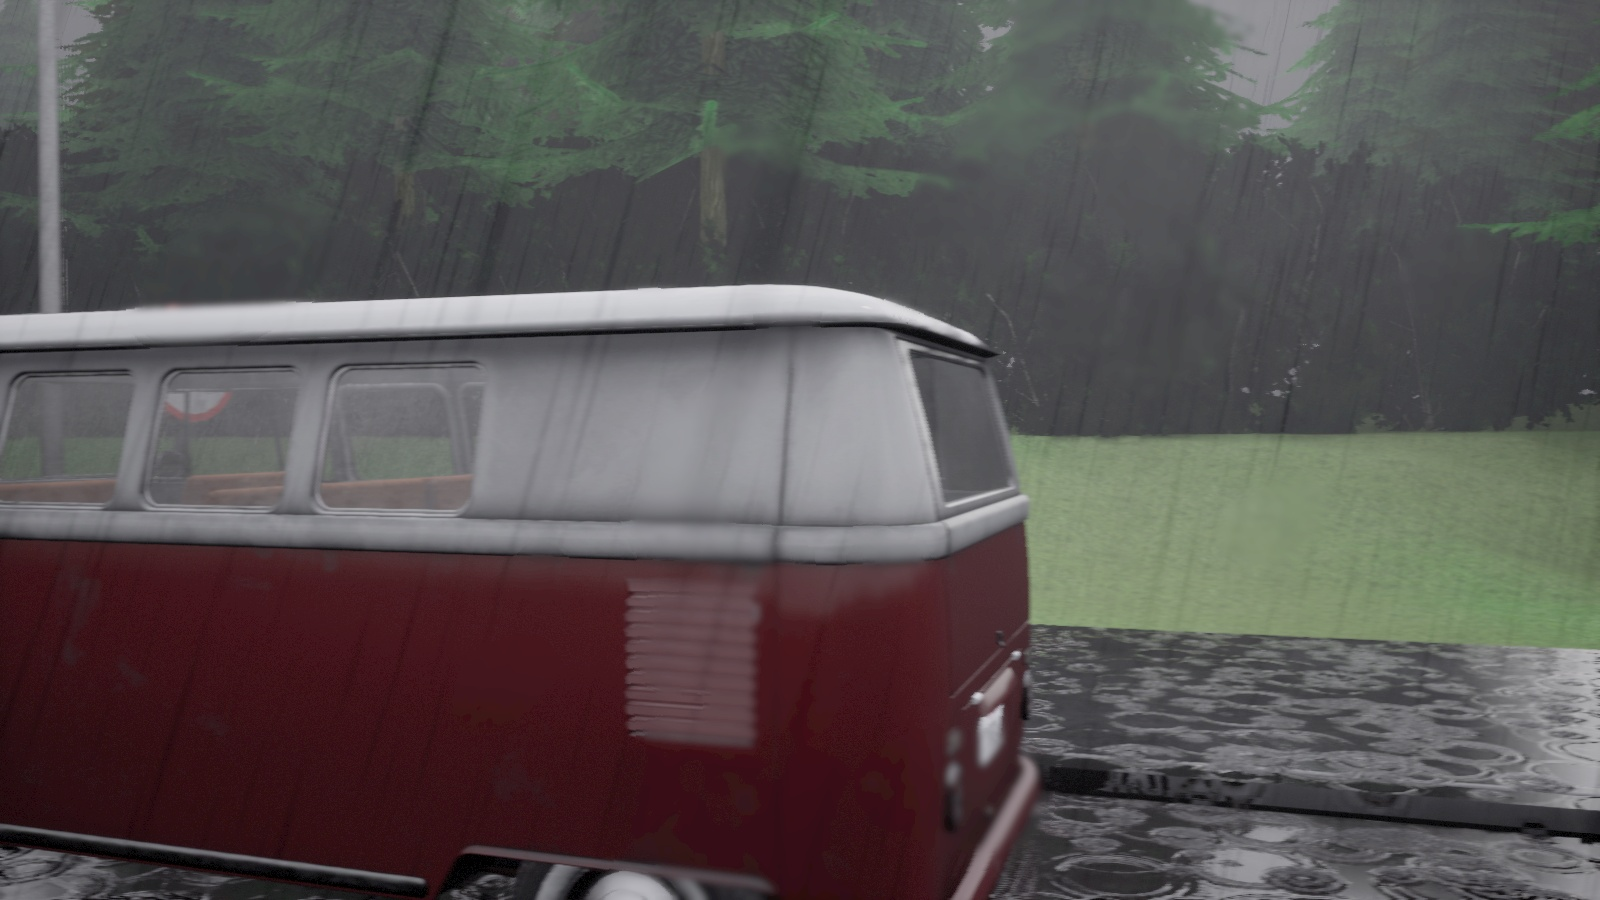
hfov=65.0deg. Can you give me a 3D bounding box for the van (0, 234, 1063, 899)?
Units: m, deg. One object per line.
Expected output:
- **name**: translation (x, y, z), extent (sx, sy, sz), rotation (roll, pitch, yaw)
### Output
- **van**: translation (-1.483, 0.506, 4.217), extent (4.442, 1.987, 1.775), rotation (1, 1, 19)
